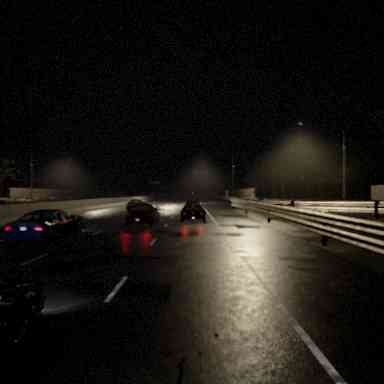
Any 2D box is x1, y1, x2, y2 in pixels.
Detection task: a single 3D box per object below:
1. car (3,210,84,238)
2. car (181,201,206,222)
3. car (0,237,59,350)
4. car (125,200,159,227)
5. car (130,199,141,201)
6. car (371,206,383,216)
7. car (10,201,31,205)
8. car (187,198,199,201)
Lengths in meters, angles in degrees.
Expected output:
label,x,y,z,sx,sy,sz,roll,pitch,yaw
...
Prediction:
label,x,y,z,sx,sy,sz,roll,pitch,yaw
car,-6.901,1.553,16.102,2.033,1.411,5.357,0,0,0
car,0.099,1.619,26.749,1.895,1.301,4.718,0,0,0
car,-3.400,1.548,3.190,2.033,1.411,5.357,0,0,0
car,-3.400,1.538,23.065,1.812,1.442,4.674,0,0,0
car,-6.901,1.603,41.302,2.033,1.411,5.357,0,0,0
car,18.635,1.475,30.200,1.837,1.490,4.892,0,-2,-20
car,-17.582,1.636,33.951,1.895,1.301,4.718,0,0,0
car,0.098,1.538,42.924,1.882,1.535,5.008,0,0,0
